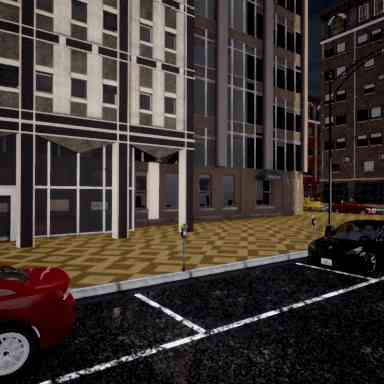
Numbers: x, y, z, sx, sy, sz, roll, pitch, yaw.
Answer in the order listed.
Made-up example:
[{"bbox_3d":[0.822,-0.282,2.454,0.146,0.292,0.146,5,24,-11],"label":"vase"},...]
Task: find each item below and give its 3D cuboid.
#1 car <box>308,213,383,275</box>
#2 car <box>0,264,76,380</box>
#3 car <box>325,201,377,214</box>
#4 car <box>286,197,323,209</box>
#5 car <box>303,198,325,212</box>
[{"bbox_3d":[5.509,1.567,10.510,4.313,1.339,1.947,0,0,-36],"label":"car"},{"bbox_3d":[-3.740,1.545,3.885,4.507,1.381,1.887,0,0,-36],"label":"car"},{"bbox_3d":[15.550,1.535,32.189,1.802,1.307,4.206,0,0,-36],"label":"car"},{"bbox_3d":[15.634,1.500,46.415,1.752,1.417,4.829,0,0,-36],"label":"car"},{"bbox_3d":[12.341,1.468,36.647,1.752,1.417,4.829,0,0,-36],"label":"car"}]
